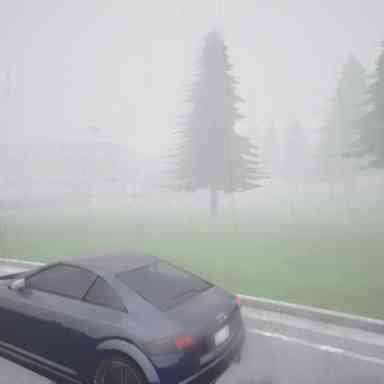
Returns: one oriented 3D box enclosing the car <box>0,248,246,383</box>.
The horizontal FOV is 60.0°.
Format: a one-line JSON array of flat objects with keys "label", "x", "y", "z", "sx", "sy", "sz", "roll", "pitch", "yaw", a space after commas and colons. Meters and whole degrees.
[{"label": "car", "x": -1.388, "y": 1.527, "z": 4.677, "sx": 4.181, "sy": 1.385, "sz": 1.994, "roll": 0, "pitch": 0, "yaw": 31}]
